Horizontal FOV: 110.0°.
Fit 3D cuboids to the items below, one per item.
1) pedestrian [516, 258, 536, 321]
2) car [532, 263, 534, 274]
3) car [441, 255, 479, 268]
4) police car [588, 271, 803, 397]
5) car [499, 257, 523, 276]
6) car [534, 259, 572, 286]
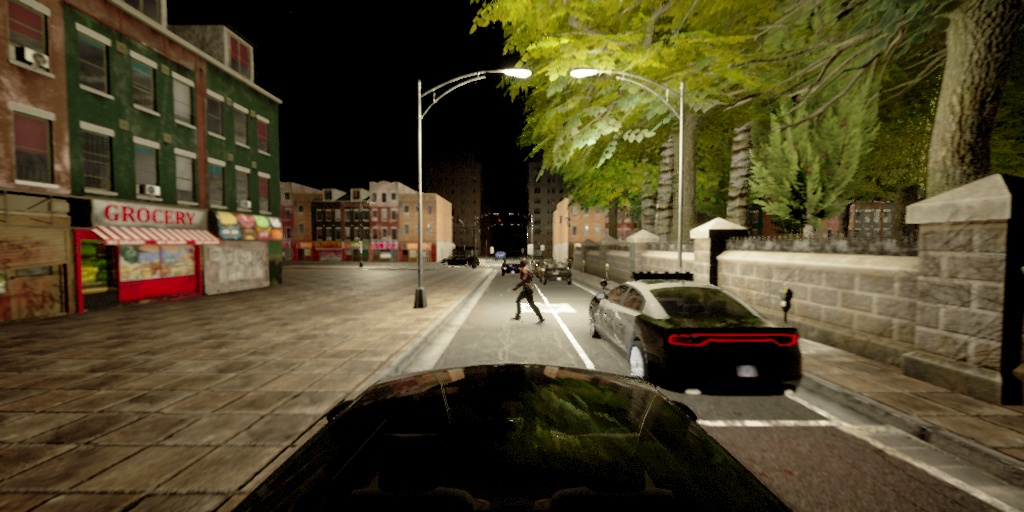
[{"bbox_3d":[0.380,0.927,9.763,0.375,1.860,0.375,-1,2,0],"label":"pedestrian"},{"bbox_3d":[2.692,0.924,27.390,1.751,1.417,4.829,0,0,0],"label":"car"},{"bbox_3d":[-6.489,0.640,44.805,4.892,1.490,1.837,2,0,18],"label":"car"},{"bbox_3d":[2.751,1.101,6.773,1.930,1.638,5.238,0,1,0],"label":"police car"},{"bbox_3d":[0.082,0.962,30.162,1.895,1.301,4.718,0,1,0],"label":"car"},{"bbox_3d":[2.639,1.014,22.229,2.007,1.370,4.403,0,0,0],"label":"car"}]
